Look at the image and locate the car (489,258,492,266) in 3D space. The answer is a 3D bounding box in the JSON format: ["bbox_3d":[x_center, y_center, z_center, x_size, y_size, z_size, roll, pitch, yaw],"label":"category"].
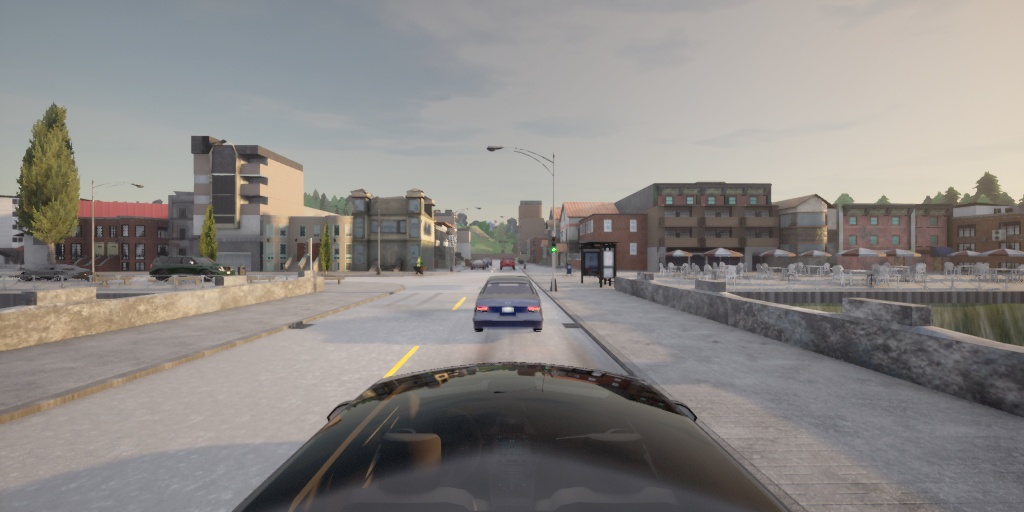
[{"bbox_3d":[-4.979,1.227,61.637,1.882,1.535,5.008,0,0,-1],"label":"car"}]

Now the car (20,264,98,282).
[{"bbox_3d":[-35.573,1.314,28.238,4.181,1.385,1.994,0,0,-1],"label":"car"}]

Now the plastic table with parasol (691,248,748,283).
[{"bbox_3d":[14.794,0.675,25.477,2.482,2.480,2.482,0,0,-1],"label":"plastic table with parasol"}]

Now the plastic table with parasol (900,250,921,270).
[{"bbox_3d":[30.097,0.675,28.118,2.482,2.480,2.482,0,0,-1],"label":"plastic table with parasol"}]

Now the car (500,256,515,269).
[{"bbox_3d":[-0.694,0.971,55.025,2.150,2.045,5.566,0,0,-1],"label":"car"}]

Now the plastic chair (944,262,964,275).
[{"bbox_3d":[44.967,1.279,36.554,0.730,1.272,0.750,0,0,-1],"label":"plastic chair"}]

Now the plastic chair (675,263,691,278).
[{"bbox_3d":[15.329,1.279,32.025,0.750,1.272,0.730,0,0,-1],"label":"plastic chair"}]

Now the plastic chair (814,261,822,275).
[{"bbox_3d":[29.405,1.279,33.829,0.750,1.272,0.730,0,0,-1],"label":"plastic chair"}]

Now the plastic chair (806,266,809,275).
[{"bbox_3d":[28.285,1.279,35.213,0.730,1.272,0.750,0,0,-1],"label":"plastic chair"}]

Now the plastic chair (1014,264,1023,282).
[{"bbox_3d":[37.420,1.279,25.944,0.750,1.272,0.730,0,0,-1],"label":"plastic chair"}]

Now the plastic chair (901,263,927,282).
[{"bbox_3d":[30.106,1.279,26.838,0.750,1.272,0.730,0,0,-1],"label":"plastic chair"}]

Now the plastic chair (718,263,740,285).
[{"bbox_3d":[14.642,1.279,24.215,0.750,1.272,0.730,0,0,-1],"label":"plastic chair"}]

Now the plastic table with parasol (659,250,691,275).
[{"bbox_3d":[15.431,0.675,33.307,2.482,2.480,2.482,0,0,-1],"label":"plastic table with parasol"}]

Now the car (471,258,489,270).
[{"bbox_3d":[-4.866,1.276,52.399,1.812,1.442,4.674,0,0,1],"label":"car"}]

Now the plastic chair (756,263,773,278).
[{"bbox_3d":[21.253,1.279,30.411,0.730,1.272,0.750,0,0,-1],"label":"plastic chair"}]

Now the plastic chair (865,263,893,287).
[{"bbox_3d":[23.363,1.279,22.841,0.750,1.272,0.730,0,0,-1],"label":"plastic chair"}]

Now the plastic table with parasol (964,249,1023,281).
[{"bbox_3d":[37.391,0.675,27.254,2.482,2.480,2.482,0,0,-1],"label":"plastic table with parasol"}]

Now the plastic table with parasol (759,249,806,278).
[{"bbox_3d":[22.454,0.675,30.378,2.482,2.480,2.482,0,0,-1],"label":"plastic table with parasol"}]

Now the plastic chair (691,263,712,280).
[{"bbox_3d":[13.522,1.279,25.599,0.730,1.272,0.750,0,0,-1],"label":"plastic chair"}]

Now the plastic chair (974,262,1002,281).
[{"bbox_3d":[36.262,1.279,27.325,0.730,1.272,0.750,0,0,-1],"label":"plastic chair"}]

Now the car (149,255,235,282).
[{"bbox_3d":[-25.228,0.971,28.382,5.566,2.045,2.150,0,0,-1],"label":"car"}]

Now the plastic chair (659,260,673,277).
[{"bbox_3d":[14.209,1.279,33.409,0.730,1.272,0.750,0,0,-1],"label":"plastic chair"}]

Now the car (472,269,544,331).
[{"bbox_3d":[-0.104,1.298,10.889,2.033,1.411,5.357,0,0,0],"label":"car"}]

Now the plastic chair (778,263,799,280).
[{"bbox_3d":[22.373,1.279,29.027,0.750,1.272,0.730,0,0,-1],"label":"plastic chair"}]

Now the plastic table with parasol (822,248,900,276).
[{"bbox_3d":[23.443,0.675,24.192,2.482,2.480,2.482,0,0,-1],"label":"plastic table with parasol"}]

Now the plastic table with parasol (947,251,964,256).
[{"bbox_3d":[46.169,0.675,36.452,2.482,2.480,2.482,0,0,-1],"label":"plastic table with parasol"}]

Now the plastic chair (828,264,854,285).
[{"bbox_3d":[22.243,1.279,24.224,0.730,1.272,0.750,0,0,-1],"label":"plastic chair"}]

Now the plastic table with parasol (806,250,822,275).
[{"bbox_3d":[29.714,0.675,35.204,2.482,2.480,2.482,0,0,-1],"label":"plastic table with parasol"}]
